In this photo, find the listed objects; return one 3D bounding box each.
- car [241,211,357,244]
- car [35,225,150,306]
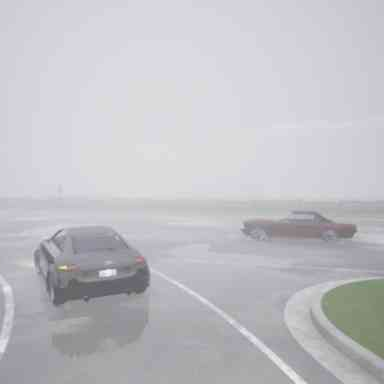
[{"bbox_3d":[4.586,1.491,14.796,4.718,1.301,1.895,0,0,15],"label":"car"},{"bbox_3d":[-2.579,1.502,8.112,1.994,1.385,4.181,0,1,-29],"label":"car"}]
